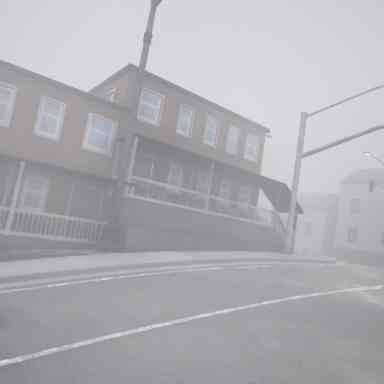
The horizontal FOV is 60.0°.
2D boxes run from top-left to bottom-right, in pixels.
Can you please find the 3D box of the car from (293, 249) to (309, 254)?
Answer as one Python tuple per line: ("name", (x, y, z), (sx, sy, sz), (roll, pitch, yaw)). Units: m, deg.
("car", (8.851, 5.854, 30.375), (2.128, 1.511, 4.902), (13, -16, -34))
